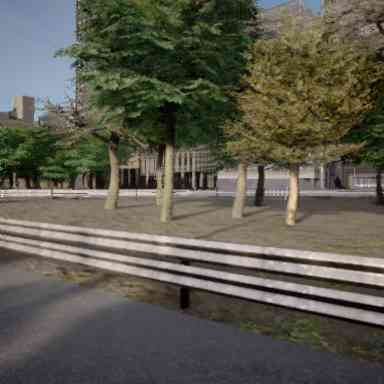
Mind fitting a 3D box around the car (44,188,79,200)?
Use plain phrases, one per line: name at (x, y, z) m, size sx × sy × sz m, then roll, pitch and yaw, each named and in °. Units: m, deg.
car at (-17.636, 0.254, 46.026) m, size 5.366 × 1.575 × 1.801 m, roll 0°, pitch 0°, yaw -4°
